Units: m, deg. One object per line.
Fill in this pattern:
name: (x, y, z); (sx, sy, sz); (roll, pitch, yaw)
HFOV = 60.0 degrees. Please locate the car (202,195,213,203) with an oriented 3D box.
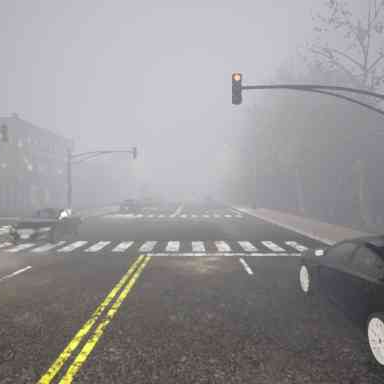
car: (3.389, 1.480, 68.974); (1.837, 1.490, 4.892); (0, 0, 0)

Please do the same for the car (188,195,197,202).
car: (0.043, 1.509, 79.285); (2.033, 1.411, 5.357); (0, 0, 0)

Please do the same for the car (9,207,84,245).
car: (-6.592, 1.490, 15.569); (2.128, 1.511, 4.902); (0, 0, 0)

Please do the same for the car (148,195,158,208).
car: (-6.569, 1.462, 49.362); (1.882, 1.535, 5.008); (0, 0, 0)

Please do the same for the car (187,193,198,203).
car: (0.136, 1.196, 68.642); (2.150, 2.045, 5.566); (0, 0, 0)

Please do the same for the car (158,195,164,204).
car: (-6.525, 1.329, 62.748); (2.097, 1.767, 4.553); (0, 0, 0)

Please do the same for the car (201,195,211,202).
car: (3.293, 1.494, 79.164); (2.128, 1.511, 4.902); (0, 0, 0)

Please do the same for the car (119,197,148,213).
car: (-6.635, 1.481, 36.511); (2.128, 1.511, 4.902); (0, 0, 2)

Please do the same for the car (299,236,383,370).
car: (3.345, 1.477, 5.649); (1.882, 1.535, 5.008); (0, 0, 1)
